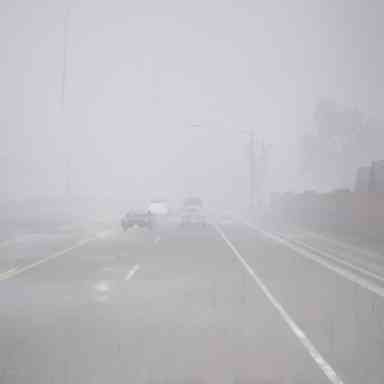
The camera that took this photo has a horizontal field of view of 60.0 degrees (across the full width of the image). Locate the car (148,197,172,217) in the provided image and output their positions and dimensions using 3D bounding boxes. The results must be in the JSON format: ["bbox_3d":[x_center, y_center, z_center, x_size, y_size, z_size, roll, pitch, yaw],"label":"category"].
[{"bbox_3d":[-3.383,1.558,35.426,2.150,2.045,5.566,0,0,1],"label":"car"}]

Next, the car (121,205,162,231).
[{"bbox_3d":[-3.409,1.824,22.451,1.895,1.301,4.718,0,0,0],"label":"car"}]

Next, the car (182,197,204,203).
[{"bbox_3d":[0.097,1.571,36.668,2.150,2.045,5.566,0,0,0],"label":"car"}]

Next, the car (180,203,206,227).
[{"bbox_3d":[0.097,1.768,24.647,1.812,1.442,4.674,0,0,0],"label":"car"}]
